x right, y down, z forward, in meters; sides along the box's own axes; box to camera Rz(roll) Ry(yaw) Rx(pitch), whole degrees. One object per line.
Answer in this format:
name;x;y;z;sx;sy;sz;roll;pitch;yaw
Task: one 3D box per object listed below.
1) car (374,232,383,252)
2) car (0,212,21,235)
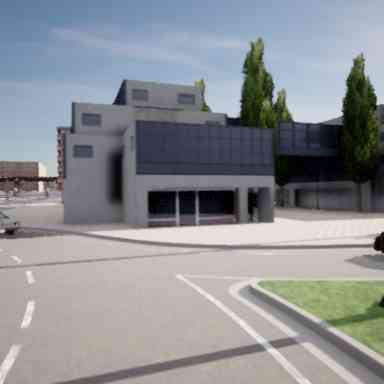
car;8.303;1.479;10.914;4.181;1.385;1.994;-1;0;-9
car;-11.495;1.723;18.214;4.718;1.301;1.895;-1;0;34
